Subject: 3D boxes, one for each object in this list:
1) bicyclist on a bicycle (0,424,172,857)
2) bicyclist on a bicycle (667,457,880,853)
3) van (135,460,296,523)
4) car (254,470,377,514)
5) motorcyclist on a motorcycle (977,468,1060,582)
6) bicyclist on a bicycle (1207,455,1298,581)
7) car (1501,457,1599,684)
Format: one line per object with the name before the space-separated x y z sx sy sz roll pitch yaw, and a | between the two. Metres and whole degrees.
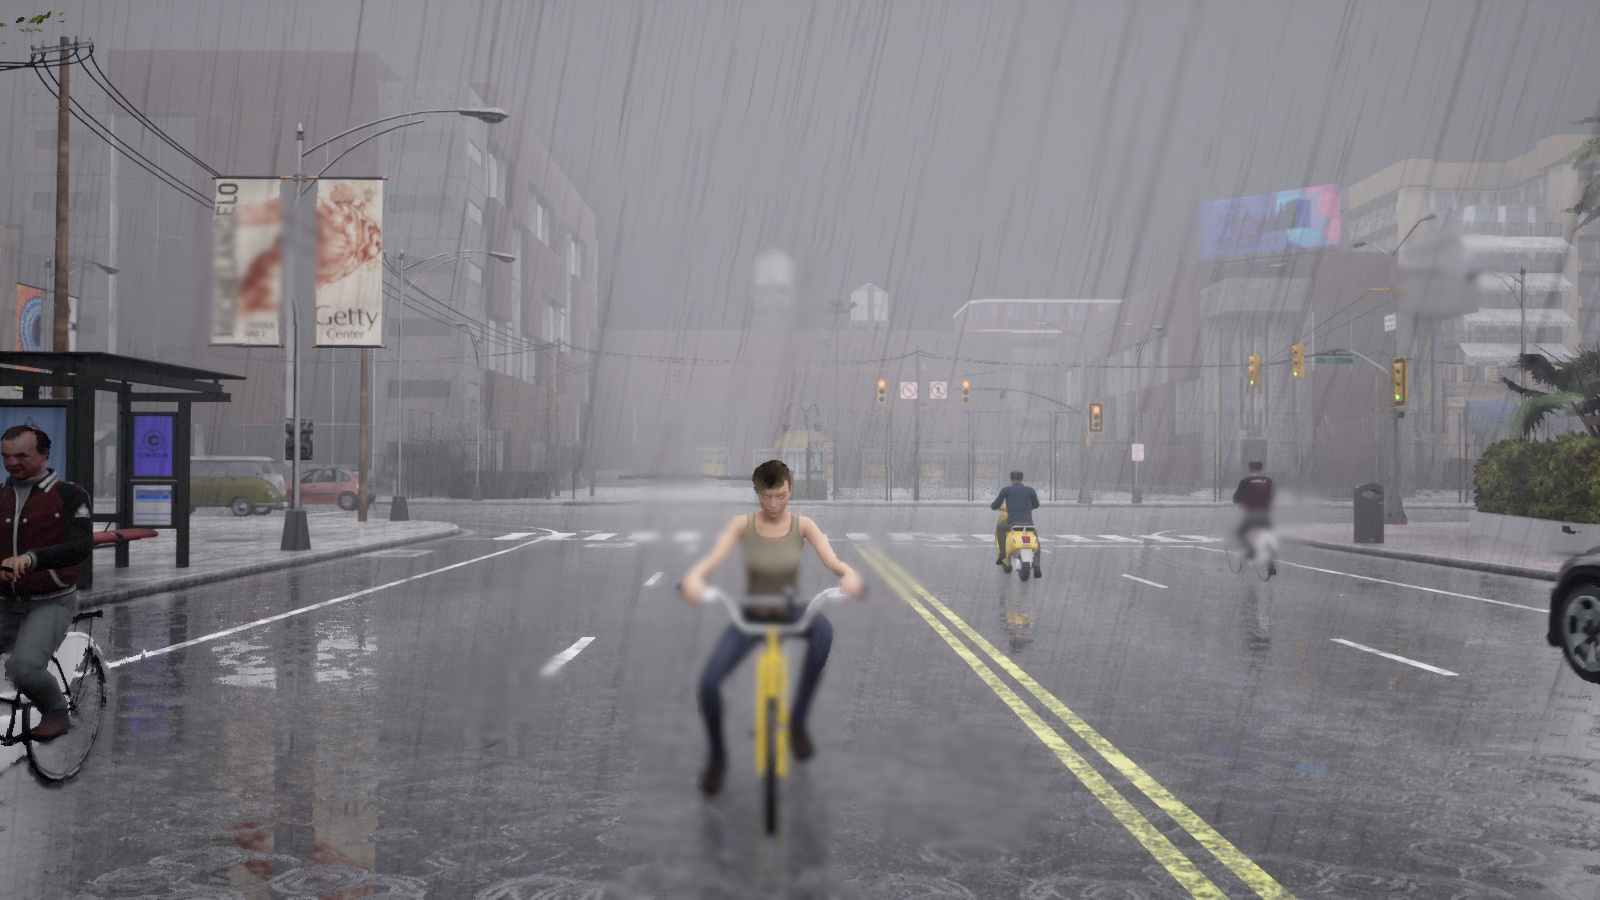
bicyclist on a bicycle | -3.621 0.795 5.670 0.659 1.776 1.843 0 -1 -1
bicyclist on a bicycle | -0.120 0.850 5.895 0.866 1.612 1.509 0 -1 -1
van | -19.032 1.330 41.015 4.442 1.987 1.775 0 -1 0
car | -18.493 1.591 48.008 3.988 1.617 1.851 0 -1 0
motorcyclist on a motorcycle | 3.196 1.066 18.522 0.866 1.590 1.817 0 -1 -1
bicyclist on a bicycle | 6.694 0.970 18.662 0.659 1.776 1.843 0 0 -1
car | 6.847 0.851 7.952 2.033 1.649 4.856 0 -1 -1
